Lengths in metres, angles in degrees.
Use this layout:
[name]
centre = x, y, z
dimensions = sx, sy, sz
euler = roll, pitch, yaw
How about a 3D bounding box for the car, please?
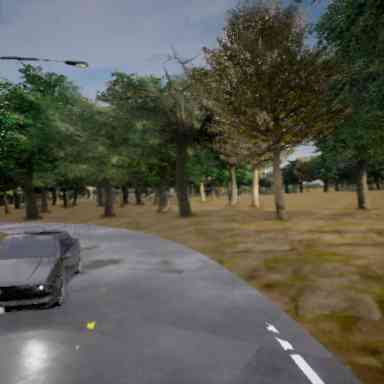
[car]
centre = -3.940, 1.731, 8.386
dimensions = 2.033, 1.411, 5.357
euler = -2, -1, -12
